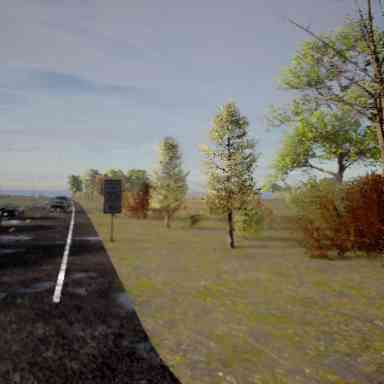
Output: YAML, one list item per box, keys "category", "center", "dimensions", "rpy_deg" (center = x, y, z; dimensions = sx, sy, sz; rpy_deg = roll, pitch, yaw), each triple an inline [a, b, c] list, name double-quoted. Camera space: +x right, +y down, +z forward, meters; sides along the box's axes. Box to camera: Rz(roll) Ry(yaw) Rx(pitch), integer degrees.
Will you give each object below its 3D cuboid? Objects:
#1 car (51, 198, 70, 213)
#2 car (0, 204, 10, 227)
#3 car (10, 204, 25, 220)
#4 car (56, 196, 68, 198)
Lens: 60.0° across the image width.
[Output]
- category: "car"
  center: [-16.935, 1.826, 42.498]
  dimensions: [1.837, 1.490, 4.892]
  rpy_deg: [1, -1, -19]
- category: "car"
  center: [-13.270, 1.597, 20.831]
  dimensions: [2.128, 1.511, 4.902]
  rpy_deg: [1, -1, -19]
- category: "car"
  center: [-16.562, 1.746, 30.327]
  dimensions: [1.994, 1.385, 4.181]
  rpy_deg: [1, -1, -19]
- category: "car"
  center: [-20.287, 1.621, 51.921]
  dimensions: [2.150, 2.045, 5.566]
  rpy_deg: [1, -1, -20]
